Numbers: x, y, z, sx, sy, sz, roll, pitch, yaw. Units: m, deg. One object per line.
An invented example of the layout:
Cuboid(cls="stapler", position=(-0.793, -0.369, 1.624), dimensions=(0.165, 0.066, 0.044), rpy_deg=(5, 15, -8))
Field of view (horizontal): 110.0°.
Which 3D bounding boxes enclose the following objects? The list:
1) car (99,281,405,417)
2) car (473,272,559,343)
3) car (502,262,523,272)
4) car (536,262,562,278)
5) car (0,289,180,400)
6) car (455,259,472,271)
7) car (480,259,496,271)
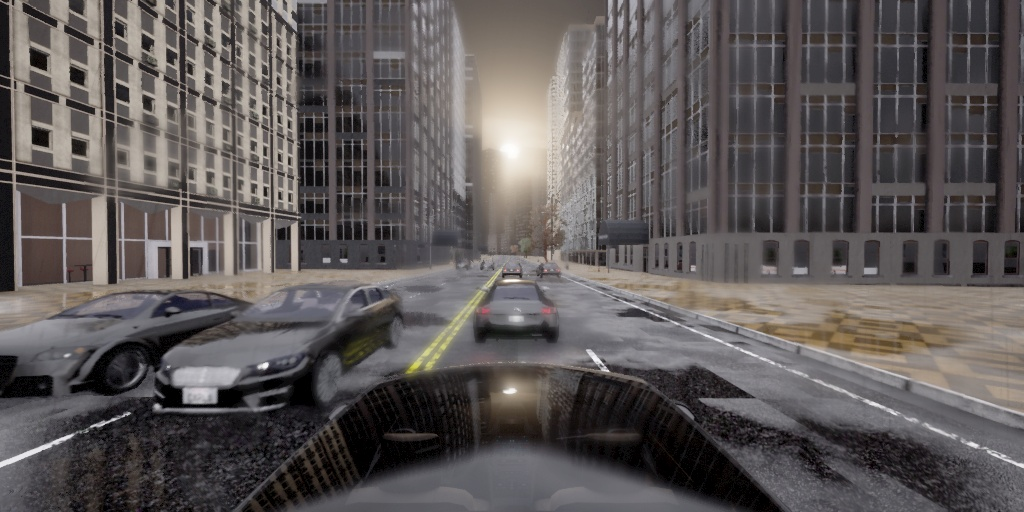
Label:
Cuboid(cls="car", position=(-3.354, 1.240, 6.307), dimensions=(2.128, 1.511, 4.902), rpy_deg=(0, 0, 0))
Cuboid(cls="car", position=(0.096, 1.312, 9.673), dimensions=(1.994, 1.385, 4.181), rpy_deg=(0, 0, 0))
Cuboid(cls="car", position=(0.065, 1.280, 33.642), dimensions=(2.033, 1.411, 5.357), rpy_deg=(0, 0, 2))
Cuboid(cls="car", position=(3.356, 1.280, 33.291), dimensions=(2.033, 1.411, 5.357), rpy_deg=(0, 0, -2))
Cuboid(cls="car", position=(-6.604, 1.312, 6.471), dimensions=(1.994, 1.385, 4.181), rpy_deg=(0, 0, 0))
Cuboid(cls="car", position=(-6.521, 1.154, 48.592), dimensions=(2.128, 1.511, 4.902), rpy_deg=(0, 0, 0))
Cuboid(cls="car", position=(-3.271, 1.154, 48.592), dimensions=(2.128, 1.511, 4.902), rpy_deg=(0, 0, 0))
